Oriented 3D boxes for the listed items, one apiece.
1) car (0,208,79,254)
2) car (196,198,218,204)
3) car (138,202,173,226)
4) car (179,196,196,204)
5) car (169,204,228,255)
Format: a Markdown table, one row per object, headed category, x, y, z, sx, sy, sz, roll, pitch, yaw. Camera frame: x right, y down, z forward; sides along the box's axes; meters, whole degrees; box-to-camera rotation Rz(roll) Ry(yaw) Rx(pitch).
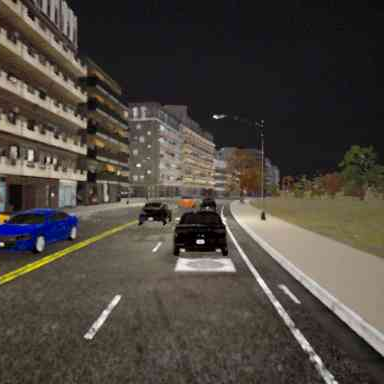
| category | x | y | z | sx | sy | sz | roll | pitch | yaw |
| --- | --- | --- | --- | --- | --- | --- | --- | --- | --- |
| car | -6.270 | 1.458 | 13.541 | 1.882 | 1.535 | 5.008 | 0 | 0 | 2 |
| car | 1.843 | 1.443 | 37.225 | 1.837 | 1.490 | 4.892 | 0 | 0 | 5 |
| car | -2.448 | 1.448 | 23.138 | 1.837 | 1.490 | 4.892 | 0 | 0 | 3 |
| car | -0.497 | 1.285 | 46.289 | 2.097 | 1.767 | 4.553 | 0 | 0 | 6 |
| car | 0.354 | 1.442 | 13.126 | 1.882 | 1.535 | 5.008 | 0 | 0 | 2 |
